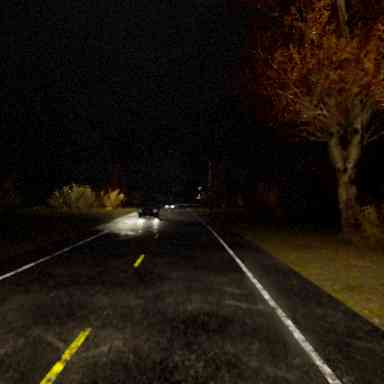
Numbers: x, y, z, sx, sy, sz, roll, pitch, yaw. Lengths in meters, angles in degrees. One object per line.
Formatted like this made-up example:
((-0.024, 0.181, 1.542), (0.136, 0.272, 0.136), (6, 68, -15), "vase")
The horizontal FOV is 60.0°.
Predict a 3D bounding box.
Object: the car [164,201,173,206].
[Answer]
((-6.179, 3.085, 88.561), (1.895, 1.301, 4.718), (0, -1, -12), "car")

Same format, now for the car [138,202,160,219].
((-4.640, 1.932, 36.274), (2.097, 1.767, 4.553), (0, -1, -3), "car")
